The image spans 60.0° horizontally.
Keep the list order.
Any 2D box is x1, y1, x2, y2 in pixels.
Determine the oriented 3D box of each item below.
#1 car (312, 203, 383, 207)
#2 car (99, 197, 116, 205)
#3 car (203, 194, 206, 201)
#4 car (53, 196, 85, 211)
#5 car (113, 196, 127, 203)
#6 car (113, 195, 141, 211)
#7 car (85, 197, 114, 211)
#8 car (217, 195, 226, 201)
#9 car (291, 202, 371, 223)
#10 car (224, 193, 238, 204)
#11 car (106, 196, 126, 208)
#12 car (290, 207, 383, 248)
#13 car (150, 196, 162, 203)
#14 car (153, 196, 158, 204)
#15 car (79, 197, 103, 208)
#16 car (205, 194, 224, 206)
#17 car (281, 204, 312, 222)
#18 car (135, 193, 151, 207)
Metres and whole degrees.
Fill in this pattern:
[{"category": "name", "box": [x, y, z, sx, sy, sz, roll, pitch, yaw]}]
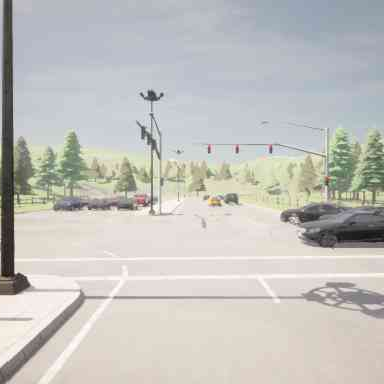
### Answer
[{"category": "car", "box": [9.416, 1.477, 17.884, 5.008, 1.535, 1.882, 0, 0, 0]}, {"category": "car", "box": [-14.994, 1.564, 59.062, 1.994, 1.385, 4.181, 0, 0, 0]}, {"category": "car", "box": [3.867, 1.355, 83.996, 2.097, 1.767, 4.553, 0, 0, 2]}, {"category": "car", "box": [-15.044, 1.352, 40.365, 2.097, 1.767, 4.553, 0, 0, 0]}, {"category": "car", "box": [-14.899, 1.499, 69.173, 1.837, 1.490, 4.892, 0, 0, 0]}, {"category": "car", "box": [-8.037, 1.478, 41.734, 1.882, 1.535, 5.008, 0, 0, 0]}, {"category": "car", "box": [-11.541, 1.564, 41.617, 1.994, 1.385, 4.181, 0, 0, 0]}, {"category": "car", "box": [7.364, 1.478, 83.845, 1.882, 1.535, 5.008, 0, 0, 2]}, {"category": "car", "box": [10.493, 1.547, 25.499, 5.357, 1.411, 2.033, 0, 0, 11]}, {"category": "car", "box": [7.187, 1.221, 61.361, 2.150, 2.045, 5.566, 0, 0, 0]}, {"category": "car", "box": [-11.523, 1.478, 50.595, 1.882, 1.535, 5.008, 0, 0, 0]}, {"category": "car", "box": [6.889, 1.526, 14.158, 4.674, 1.442, 1.812, 0, 0, -2]}, {"category": "car", "box": [-7.870, 1.526, 72.676, 2.033, 1.411, 5.357, 0, 0, 0]}, {"category": "car", "box": [-7.973, 1.547, 62.007, 2.033, 1.411, 5.357, 0, 0, 0]}, {"category": "car", "box": [-15.026, 1.547, 49.824, 2.033, 1.411, 5.357, 0, 0, 0]}, {"category": "car", "box": [3.675, 1.477, 54.764, 1.882, 1.535, 5.008, 0, 0, 0]}, {"category": "car", "box": [8.619, 1.507, 22.798, 4.892, 1.490, 1.837, 1, 2, 21]}, {"category": "car", "box": [-8.022, 1.221, 51.668, 2.150, 2.045, 5.566, 0, 0, 0]}]
